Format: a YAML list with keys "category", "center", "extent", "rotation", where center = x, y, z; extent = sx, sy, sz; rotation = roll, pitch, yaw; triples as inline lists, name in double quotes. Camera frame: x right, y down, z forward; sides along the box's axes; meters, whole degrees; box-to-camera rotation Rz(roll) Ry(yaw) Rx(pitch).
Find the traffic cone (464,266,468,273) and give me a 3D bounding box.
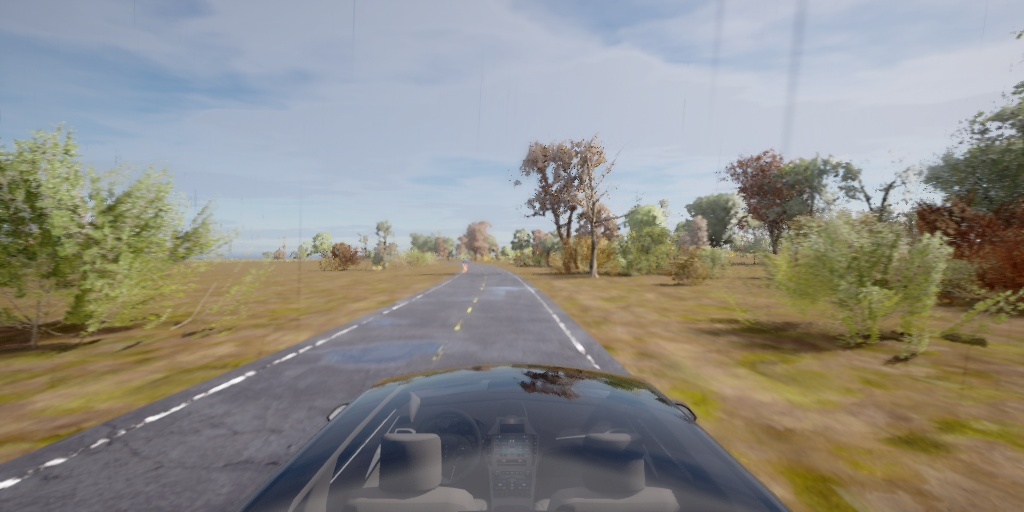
- category: "traffic cone"
  center: [-6.147, 1.880, 46.593]
  extent: [0.340, 0.580, 0.340]
  rotation: [0, 0, -5]
